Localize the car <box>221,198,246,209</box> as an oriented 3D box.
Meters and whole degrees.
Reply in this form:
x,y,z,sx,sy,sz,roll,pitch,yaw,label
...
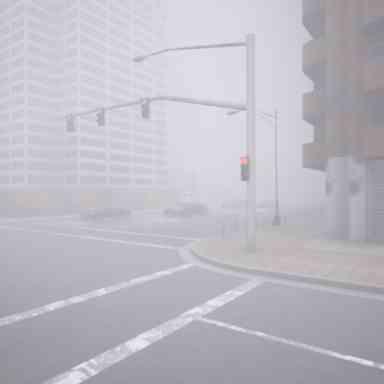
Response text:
x,y,z,sx,sy,sz,roll,pitch,yaw,label
5.730,1.552,45.393,1.837,1.490,4.892,0,-1,36,car

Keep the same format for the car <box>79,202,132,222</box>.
x,y,z,sx,sy,sz,roll,pitch,yaw,label
-6.999,1.571,27.392,1.812,1.442,4.674,0,0,35,car

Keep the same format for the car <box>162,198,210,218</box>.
x,y,z,sx,sy,sz,roll,pitch,yaw,label
-0.411,1.585,30.705,2.033,1.411,5.357,0,0,35,car

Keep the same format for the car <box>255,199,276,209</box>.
x,y,z,sx,sy,sz,roll,pitch,yaw,label
10.321,1.631,45.789,1.994,1.385,4.181,0,0,35,car
